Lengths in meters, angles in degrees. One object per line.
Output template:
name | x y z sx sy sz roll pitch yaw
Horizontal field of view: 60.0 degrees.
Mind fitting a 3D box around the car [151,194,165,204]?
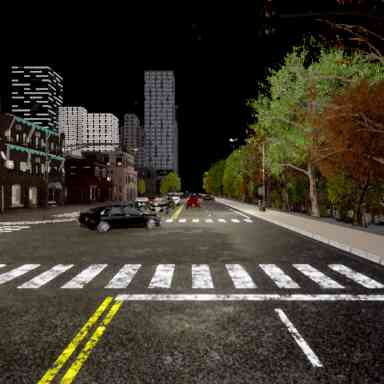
car | -6.425 1.329 62.643 2.097 1.767 4.553 0 0 1

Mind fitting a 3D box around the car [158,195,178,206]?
car | -3.244 1.490 44.504 1.837 1.490 4.892 0 0 0

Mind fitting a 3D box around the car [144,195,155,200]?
car | -6.504 1.477 42.832 2.128 1.511 4.902 0 0 0

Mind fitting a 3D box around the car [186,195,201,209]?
car | 0.195 1.510 46.121 1.812 1.442 4.674 0 0 0

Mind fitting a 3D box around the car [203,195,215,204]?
car | 3.480 1.468 64.015 2.128 1.511 4.902 0 0 0

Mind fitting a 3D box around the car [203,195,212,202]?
car | 3.399 1.448 74.284 1.882 1.535 5.008 0 0 0

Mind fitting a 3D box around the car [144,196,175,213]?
car | -3.272 1.481 34.262 2.128 1.511 4.902 0 0 0

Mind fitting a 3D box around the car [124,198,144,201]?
car | -6.524 1.554 33.955 1.994 1.385 4.181 0 0 0

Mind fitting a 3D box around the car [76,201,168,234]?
car | -4.131 1.498 19.328 4.892 1.490 1.837 0 2 -35

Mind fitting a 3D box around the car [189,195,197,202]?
car | 0.173 1.496 73.119 1.812 1.442 4.674 0 0 0

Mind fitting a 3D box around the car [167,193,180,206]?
car | -3.206 1.202 55.229 2.150 2.045 5.566 0 0 1
